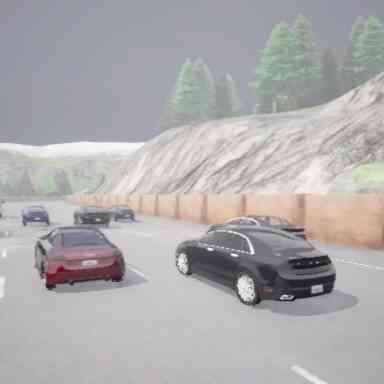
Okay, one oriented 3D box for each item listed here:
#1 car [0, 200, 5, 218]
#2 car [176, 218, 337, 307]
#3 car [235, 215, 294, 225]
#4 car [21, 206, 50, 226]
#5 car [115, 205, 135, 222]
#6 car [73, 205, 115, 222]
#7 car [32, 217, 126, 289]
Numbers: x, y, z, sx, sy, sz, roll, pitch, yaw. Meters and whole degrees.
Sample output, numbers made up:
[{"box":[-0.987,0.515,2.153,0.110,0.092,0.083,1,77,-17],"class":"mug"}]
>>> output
[{"box":[-20.251,1.527,33.436,2.150,2.045,5.566,1,-1,-28],"class":"car"},{"box":[1.240,1.623,8.480,1.837,1.490,4.892,1,-1,-28],"class":"car"},{"box":[2.448,1.683,13.599,2.128,1.511,4.902,1,-1,-28],"class":"car"},{"box":[-12.248,1.784,26.017,1.812,1.442,4.674,1,-1,-28],"class":"car"},{"box":[-6.543,1.873,30.151,1.812,1.442,4.674,1,-1,-29],"class":"car"},{"box":[-7.503,1.748,24.610,1.882,1.535,5.008,1,-1,-28],"class":"car"},{"box":[-3.382,1.668,9.664,1.994,1.385,4.181,1,-1,-28],"class":"car"}]
